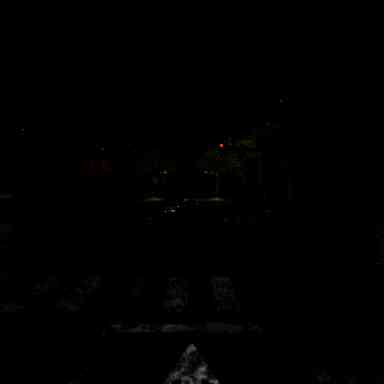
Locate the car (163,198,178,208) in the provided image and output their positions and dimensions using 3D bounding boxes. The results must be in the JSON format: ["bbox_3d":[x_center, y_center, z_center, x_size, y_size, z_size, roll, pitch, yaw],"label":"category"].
[{"bbox_3d":[-3.140,1.576,48.761,1.994,1.385,4.181,0,1,0],"label":"car"}]
